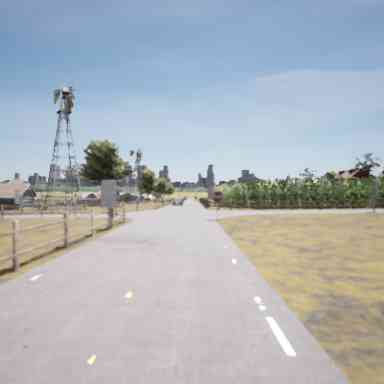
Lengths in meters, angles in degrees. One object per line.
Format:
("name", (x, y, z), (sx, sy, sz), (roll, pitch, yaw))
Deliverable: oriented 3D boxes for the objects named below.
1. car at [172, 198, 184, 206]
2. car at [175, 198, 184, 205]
("car", (-2.731, 1.858, 63.085), (2.128, 1.511, 4.902), (0, 0, 0))
("car", (-2.729, 2.104, 74.548), (1.895, 1.301, 4.718), (0, -1, 0))
